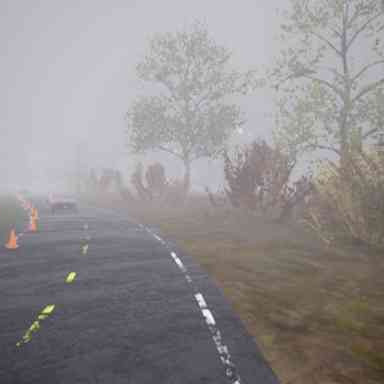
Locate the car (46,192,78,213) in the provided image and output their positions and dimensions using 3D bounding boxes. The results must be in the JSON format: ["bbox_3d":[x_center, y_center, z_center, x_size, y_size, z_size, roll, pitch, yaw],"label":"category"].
[{"bbox_3d":[-10.318,0.760,26.208,1.882,1.535,5.008,-1,2,-29],"label":"car"}]

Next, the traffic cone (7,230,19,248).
[{"bbox_3d":[-6.268,1.634,11.643,0.340,0.580,0.340,0,2,-15],"label":"traffic cone"}]

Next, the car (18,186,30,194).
[{"bbox_3d":[-32.745,-0.345,64.726,1.882,1.535,5.008,-1,2,-29],"label":"car"}]

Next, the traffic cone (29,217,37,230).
[{"bbox_3d":[-7.739,1.510,16.177,0.340,0.580,0.340,0,2,-21],"label":"traffic cone"}]

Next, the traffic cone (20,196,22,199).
[{"bbox_3d":[-19.184,0.900,37.967,0.340,0.580,0.340,-1,2,-29],"label":"traffic cone"}]

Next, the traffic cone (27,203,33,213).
[{"bbox_3d":[-11.922,1.269,24.847,0.340,0.580,0.340,-1,2,-29],"label":"traffic cone"}]

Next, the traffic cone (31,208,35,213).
[{"bbox_3d":[-9.625,1.389,20.554,0.340,0.580,0.340,-1,2,-26],"label":"traffic cone"}]

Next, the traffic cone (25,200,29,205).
[{"bbox_3d":[-14.343,1.147,29.221,0.340,0.580,0.340,-1,2,-29],"label":"traffic cone"}]
